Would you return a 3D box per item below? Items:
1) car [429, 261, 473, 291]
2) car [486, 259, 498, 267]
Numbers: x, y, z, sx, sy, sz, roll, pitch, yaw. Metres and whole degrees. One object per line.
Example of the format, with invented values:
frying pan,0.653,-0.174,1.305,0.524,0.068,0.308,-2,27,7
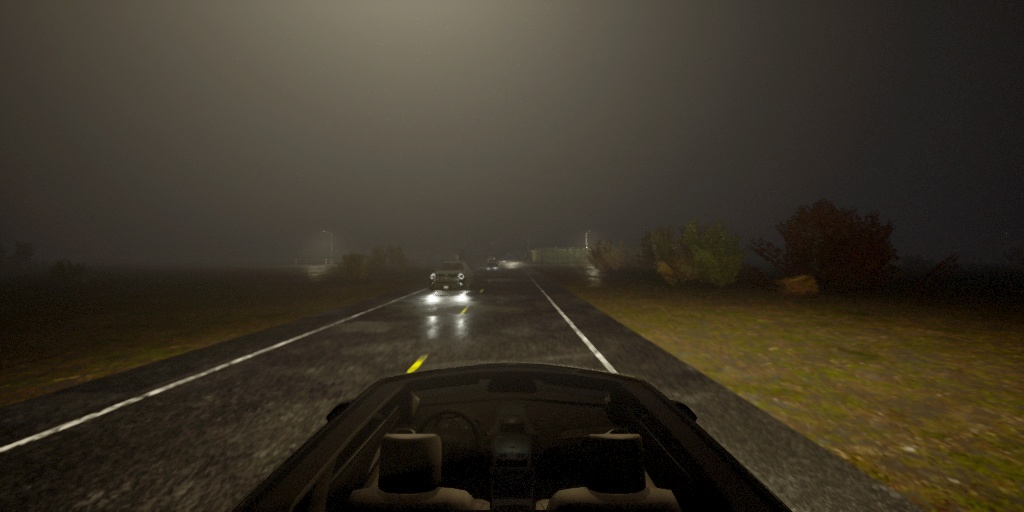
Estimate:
car,-3.601,1.116,21.778,2.097,1.767,4.553,0,0,0
car,-3.511,1.290,64.311,1.994,1.385,4.181,0,0,0
